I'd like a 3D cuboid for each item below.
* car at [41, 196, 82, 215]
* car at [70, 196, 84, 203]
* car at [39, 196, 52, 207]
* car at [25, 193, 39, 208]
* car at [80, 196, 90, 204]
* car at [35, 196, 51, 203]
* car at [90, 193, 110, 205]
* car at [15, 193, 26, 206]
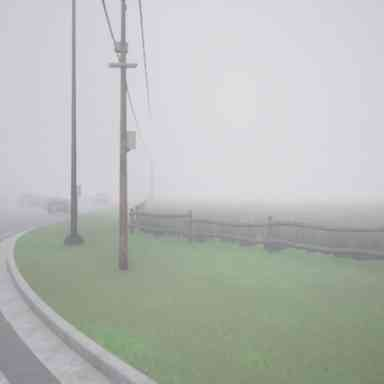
[{"bbox_3d":[-13.311,1.483,34.251,2.128,1.511,4.902,0,0,-6],"label":"car"},{"bbox_3d":[-24.056,1.508,69.811,1.812,1.442,4.674,0,0,-6],"label":"car"},{"bbox_3d":[-17.773,1.340,43.522,2.097,1.767,4.553,0,0,-6],"label":"car"},{"bbox_3d":[-21.762,1.341,48.147,2.097,1.767,4.553,0,0,-6],"label":"car"},{"bbox_3d":[-19.984,1.532,65.227,2.033,1.411,5.357,0,0,-6],"label":"car"},{"bbox_3d":[-31.081,1.507,69.573,1.812,1.442,4.674,0,0,-6],"label":"car"},{"bbox_3d":[-15.784,1.210,58.532,2.150,2.045,5.566,0,0,-6],"label":"car"},{"bbox_3d":[-25.823,1.205,53.480,2.150,2.045,5.566,0,0,-6],"label":"car"}]
